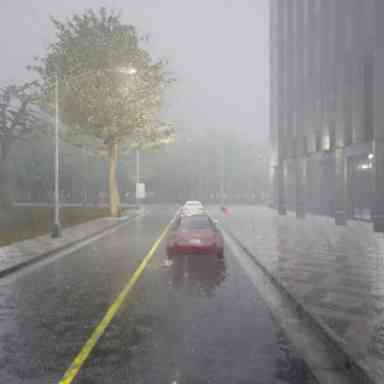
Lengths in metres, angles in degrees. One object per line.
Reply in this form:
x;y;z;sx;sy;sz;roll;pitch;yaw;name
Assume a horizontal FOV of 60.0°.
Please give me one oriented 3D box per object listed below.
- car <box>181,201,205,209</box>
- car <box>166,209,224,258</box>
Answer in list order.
0.091;1.482;28.043;1.812;1.442;4.674;0;0;0;car
0.102;1.547;12.685;1.994;1.385;4.181;0;0;0;car
